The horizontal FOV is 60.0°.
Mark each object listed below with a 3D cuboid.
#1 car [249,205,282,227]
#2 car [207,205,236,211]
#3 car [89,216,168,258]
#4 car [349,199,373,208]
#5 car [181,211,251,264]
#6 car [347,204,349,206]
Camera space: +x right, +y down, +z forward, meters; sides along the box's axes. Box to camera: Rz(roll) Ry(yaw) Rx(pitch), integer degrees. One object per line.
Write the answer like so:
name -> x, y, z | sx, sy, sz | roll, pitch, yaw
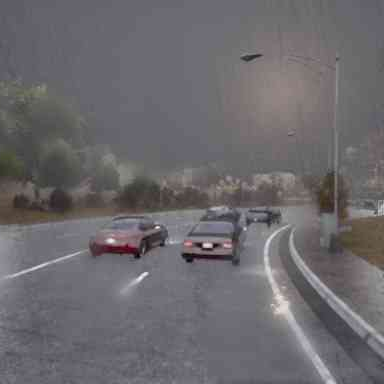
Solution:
car -> 5.574, 1.776, 25.537 | 2.128, 1.511, 4.902 | 1, 0, 27
car -> 2.484, 1.776, 27.174 | 1.812, 1.442, 4.674 | 1, 0, 27
car -> -2.373, 1.668, 13.424 | 1.994, 1.385, 4.181 | 0, 0, 12
car -> 32.534, 2.039, 63.262 | 4.553, 1.767, 2.097 | 0, 1, -40
car -> 0.971, 1.671, 12.402 | 2.033, 1.411, 5.357 | 0, 0, 12
car -> 30.271, 2.191, 65.936 | 4.181, 1.385, 1.994 | 0, 1, -40
